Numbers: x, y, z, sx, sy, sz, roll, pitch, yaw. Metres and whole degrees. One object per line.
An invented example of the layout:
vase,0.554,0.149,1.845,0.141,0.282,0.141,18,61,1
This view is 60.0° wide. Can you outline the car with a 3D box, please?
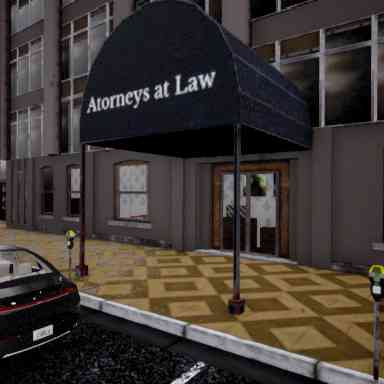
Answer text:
car,-3.663,1.550,5.493,4.403,1.369,2.008,0,0,36
